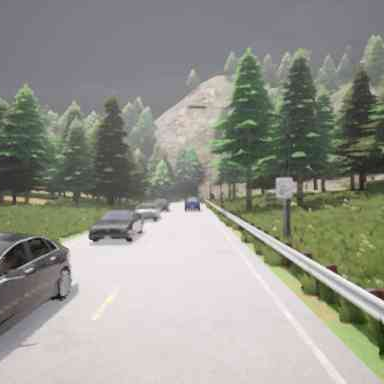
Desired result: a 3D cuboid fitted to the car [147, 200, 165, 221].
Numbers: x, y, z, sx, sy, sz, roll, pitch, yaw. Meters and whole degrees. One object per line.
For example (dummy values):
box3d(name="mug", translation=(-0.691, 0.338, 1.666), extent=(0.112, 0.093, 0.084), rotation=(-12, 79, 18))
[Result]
box3d(name="car", translation=(-3.564, 1.610, 26.857), extent=(1.895, 1.301, 4.718), rotation=(0, 0, 0))

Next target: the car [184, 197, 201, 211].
box3d(name="car", translation=(0.047, 1.464, 39.698), extent=(1.882, 1.535, 5.008), rotation=(0, 0, 0))

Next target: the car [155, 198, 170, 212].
box3d(name="car", translation=(-3.513, 1.508, 37.981), extent=(1.837, 1.490, 4.892), rotation=(0, 0, 1))

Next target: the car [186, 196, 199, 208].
box3d(name="car", translation=(0.062, 1.458, 50.190), extent=(1.882, 1.535, 5.008), rotation=(0, 0, 0))

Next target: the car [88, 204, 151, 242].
box3d(name="car", translation=(-3.580, 1.562, 16.772), extent=(2.033, 1.411, 5.357), rotation=(0, 0, 0))

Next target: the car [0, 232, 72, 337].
box3d(name="car", translation=(-3.596, 1.528, 5.641), extent=(1.837, 1.490, 4.892), rotation=(0, 0, 0))
